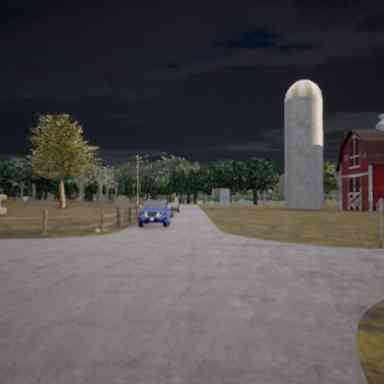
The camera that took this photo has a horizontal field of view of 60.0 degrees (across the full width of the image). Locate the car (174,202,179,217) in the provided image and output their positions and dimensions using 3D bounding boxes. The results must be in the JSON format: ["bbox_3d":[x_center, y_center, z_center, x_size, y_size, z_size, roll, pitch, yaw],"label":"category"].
[{"bbox_3d":[-2.881,2.134,37.191,2.033,1.411,5.357,0,-1,0],"label":"car"}]

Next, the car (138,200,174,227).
[{"bbox_3d":[-2.866,1.623,26.342,2.150,2.045,5.566,0,-1,0],"label":"car"}]
